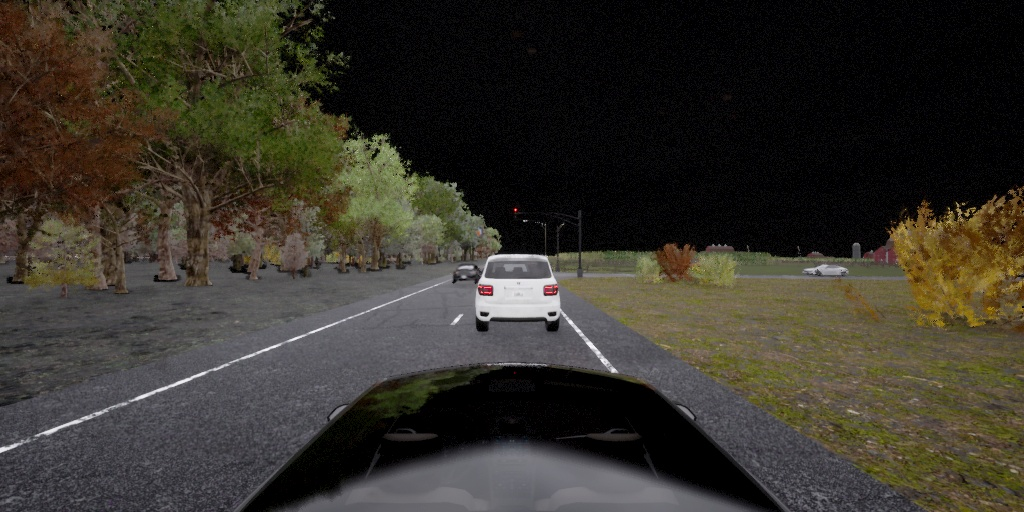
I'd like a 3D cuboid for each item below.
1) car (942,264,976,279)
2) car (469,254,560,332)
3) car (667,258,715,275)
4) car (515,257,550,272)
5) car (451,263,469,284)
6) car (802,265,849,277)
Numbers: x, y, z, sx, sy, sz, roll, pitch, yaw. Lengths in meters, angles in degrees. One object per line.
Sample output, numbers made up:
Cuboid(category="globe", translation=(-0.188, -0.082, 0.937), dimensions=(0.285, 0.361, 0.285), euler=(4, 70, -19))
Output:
Cuboid(category="car", translation=(49.014, 1.848, 39.081), dimensions=(4.181, 1.385, 1.994), euler=(1, -1, 0))
Cuboid(category="car", translation=(0.128, 0.974, 11.050), dimensions=(2.150, 2.045, 5.566), euler=(0, 0, -1))
Cuboid(category="car", translation=(21.463, 1.264, 42.866), dimensions=(5.566, 2.045, 2.150), euler=(1, -1, 1))
Cuboid(category="car", translation=(2.715, 1.137, 48.498), dimensions=(2.097, 1.767, 4.553), euler=(1, 1, -40))
Cuboid(category="car", translation=(-3.346, 1.282, 27.303), dimensions=(1.812, 1.442, 4.674), euler=(0, 0, 0))
Cuboid(category="car", translation=(37.320, 1.741, 42.753), dimensions=(4.674, 1.442, 1.812), euler=(1, -1, 1))
